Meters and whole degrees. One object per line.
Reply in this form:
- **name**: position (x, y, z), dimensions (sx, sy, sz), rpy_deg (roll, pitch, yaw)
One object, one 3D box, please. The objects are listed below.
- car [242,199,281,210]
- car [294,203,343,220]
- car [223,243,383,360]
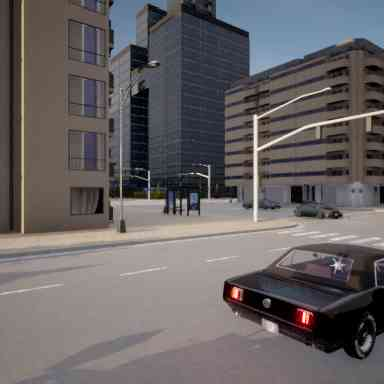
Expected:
- **car**: position (8.996, 1.603, 43.399), dimensions (2.033, 1.411, 5.357), rpy_deg (0, 0, -38)
- **car**: position (10.650, 1.616, 28.259), dimensions (1.994, 1.385, 4.181), rpy_deg (0, 0, -25)
- **car**: position (2.892, 1.601, 5.985), dimensions (4.718, 1.301, 1.895), rpy_deg (0, 0, -36)
